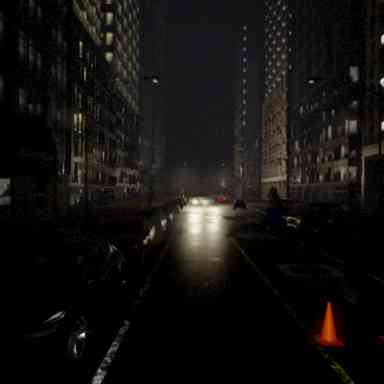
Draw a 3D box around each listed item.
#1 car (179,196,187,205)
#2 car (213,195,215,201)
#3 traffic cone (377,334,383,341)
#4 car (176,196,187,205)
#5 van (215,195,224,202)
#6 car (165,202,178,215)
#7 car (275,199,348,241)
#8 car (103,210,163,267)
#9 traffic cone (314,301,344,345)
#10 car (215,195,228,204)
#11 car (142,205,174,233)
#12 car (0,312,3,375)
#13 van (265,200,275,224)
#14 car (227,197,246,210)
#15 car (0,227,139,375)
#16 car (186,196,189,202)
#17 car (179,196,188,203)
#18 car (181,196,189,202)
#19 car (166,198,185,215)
[{"bbox_3d":[-2.033,1.628,45.585,2.008,1.369,4.403,0,0,0],"label":"car"},{"bbox_3d":[6.545,1.503,73.945,2.192,1.841,5.009,0,0,0],"label":"car"},{"bbox_3d":[3.104,1.986,5.108,0.340,0.580,0.340,0,0,0],"label":"traffic cone"},{"bbox_3d":[-1.915,1.551,62.636,1.967,1.590,4.097,0,0,0],"label":"car"},{"bbox_3d":[6.585,1.540,79.628,1.690,1.788,3.998,0,0,0],"label":"van"},{"bbox_3d":[-2.192,1.614,22.851,1.802,1.307,4.206,0,0,0],"label":"car"},{"bbox_3d":[6.147,1.390,17.109,2.192,1.841,5.009,0,0,0],"label":"car"},{"bbox_3d":[-2.272,1.553,11.484,1.887,1.381,4.507,0,0,0],"label":"car"},{"bbox_3d":[2.104,1.980,5.115,0.340,0.580,0.340,0,0,0],"label":"traffic cone"},{"bbox_3d":[6.505,1.492,68.261,2.192,1.841,5.009,0,0,0],"label":"car"},{"bbox_3d":[-2.233,1.571,17.168,2.008,1.369,4.403,0,0,0],"label":"car"},{"bbox_3d":[-2.352,1.536,0.117,2.008,1.369,4.403,0,0,0],"label":"car"},{"bbox_3d":[6.187,1.428,22.793,1.690,1.788,3.998,0,0,0],"label":"van"},{"bbox_3d":[6.347,1.683,45.526,2.008,1.369,4.403,0,0,0],"label":"car"},{"bbox_3d":[-2.312,1.563,5.801,1.947,1.339,4.313,0,0,0],"label":"car"},{"bbox_3d":[-1.954,1.682,56.952,1.802,1.307,4.206,0,0,0],"label":"car"},{"bbox_3d":[-1.836,1.658,73.833,1.752,1.417,4.829,0,0,0],"label":"car"},{"bbox_3d":[-1.756,1.721,85.370,1.947,1.339,4.313,0,0,0],"label":"car"},{"bbox_3d":[-2.113,1.606,34.218,2.008,1.369,4.403,0,0,0],"label":"car"}]
